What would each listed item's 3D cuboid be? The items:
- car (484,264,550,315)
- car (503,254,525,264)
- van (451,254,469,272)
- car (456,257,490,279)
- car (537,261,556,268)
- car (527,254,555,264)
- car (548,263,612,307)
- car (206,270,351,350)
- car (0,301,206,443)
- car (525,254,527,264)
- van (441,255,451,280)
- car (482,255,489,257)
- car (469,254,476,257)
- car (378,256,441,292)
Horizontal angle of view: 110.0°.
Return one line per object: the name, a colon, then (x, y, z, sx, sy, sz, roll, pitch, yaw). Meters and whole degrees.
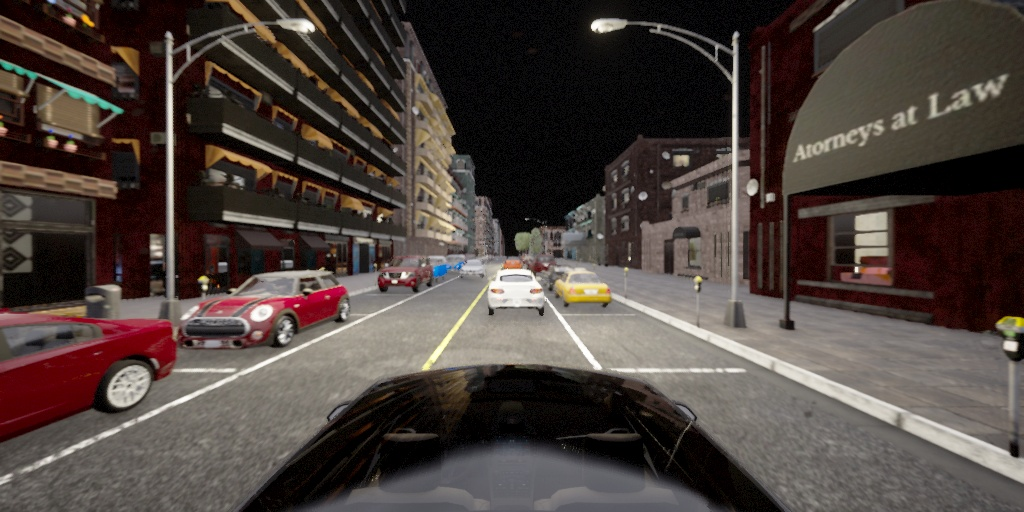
car: (0.103, 1.175, 12.897, 1.812, 1.442, 4.674, 0, 1, -1)
car: (0.101, 0.768, 40.701, 2.097, 1.767, 4.553, 0, 0, 0)
van: (-5.690, 0.790, 36.501, 1.690, 1.789, 3.998, 0, 0, 0)
car: (-3.091, 1.035, 29.173, 1.812, 1.442, 4.674, 0, 0, 0)
car: (2.690, 1.138, 19.884, 2.007, 1.370, 4.403, 0, 0, 0)
car: (2.691, 0.809, 30.962, 2.192, 1.841, 5.009, 0, 0, 0)
car: (2.690, 1.162, 14.515, 1.751, 1.417, 4.829, 0, 0, 0)
car: (-5.690, 1.126, 8.806, 1.967, 1.591, 4.097, 0, 0, 0)
car: (-5.691, 1.281, 3.268, 1.888, 1.381, 4.507, 0, 0, 0)
car: (2.691, 0.845, 42.040, 1.967, 1.591, 4.097, 0, 0, 0)
van: (-5.690, 0.881, 25.424, 1.690, 1.789, 3.998, 0, 0, 0)
car: (-5.689, 0.799, 64.198, 1.948, 1.339, 4.313, 0, 0, 0)
car: (-5.689, 0.677, 47.579, 2.192, 1.841, 5.009, 0, 0, 0)
car: (-5.690, 0.903, 19.885, 2.192, 1.841, 5.009, 0, 0, 0)
